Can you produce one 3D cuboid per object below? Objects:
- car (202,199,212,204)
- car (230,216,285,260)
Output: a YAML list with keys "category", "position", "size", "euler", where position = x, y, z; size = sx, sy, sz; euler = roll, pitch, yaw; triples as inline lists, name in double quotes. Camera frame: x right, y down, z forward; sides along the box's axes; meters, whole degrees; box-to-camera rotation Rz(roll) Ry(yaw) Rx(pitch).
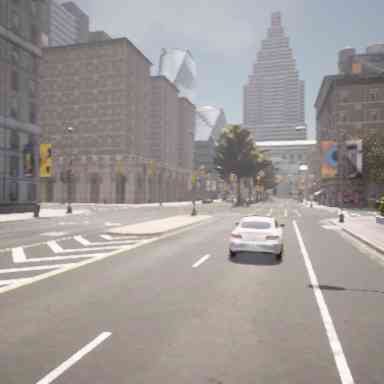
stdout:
- category: "car"
  position: [3.835, 2.383, 84.875]
  size: [1.895, 1.301, 4.718]
  euler: [0, -1, 16]
- category: "car"
  position: [2.651, 1.666, 13.184]
  size: [1.812, 1.442, 4.674]
  euler: [0, 0, 16]
